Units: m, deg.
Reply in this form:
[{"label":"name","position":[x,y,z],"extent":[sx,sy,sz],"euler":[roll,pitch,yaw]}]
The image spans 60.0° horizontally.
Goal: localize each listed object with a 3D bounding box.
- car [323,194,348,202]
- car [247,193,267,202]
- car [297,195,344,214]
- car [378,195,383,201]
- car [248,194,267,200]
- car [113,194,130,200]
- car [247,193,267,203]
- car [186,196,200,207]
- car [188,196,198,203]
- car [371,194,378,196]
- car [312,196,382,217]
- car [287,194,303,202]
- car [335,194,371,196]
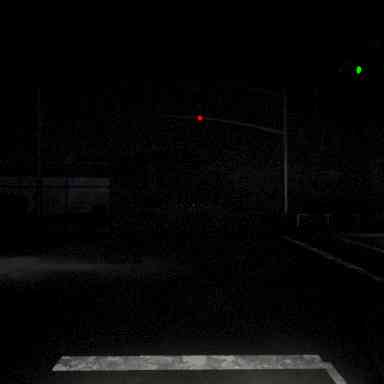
[{"label":"car","position":[31.281,1.298,72.669],"extent":[4.514,1.523,2.007],"euler":[0,0,0]},{"label":"car","position":[13.416,1.077,68.945],"extent":[3.866,1.878,1.905],"euler":[0,0,0]},{"label":"car","position":[13.001,1.330,31.361],"extent":[5.027,1.636,2.152],"euler":[0,0,0]},{"label":"car","position":[38.692,1.154,62.617],"extent":[5.027,1.636,2.152],"euler":[0,0,0]},{"label":"car","position":[18.088,1.334,91.576],"extent":[4.902,1.511,2.128],"euler":[0,0,0]},{"label":"car","position":[-19.447,1.333,91.533],"extent":[4.674,1.442,1.812],"euler":[0,0,0]},{"label":"car","position":[12.817,1.361,65.618],"extent":[3.806,1.475,1.970],"euler":[0,0,0]},{"label":"car","position":[0.202,1.505,50.784],"extent":[1.837,1.490,4.892],"euler":[0,0,0]},{"label":"car","position":[0.239,1.547,69.640],"extent":[2.033,1.411,5.357],"euler":[0,0,0]},{"label":"car","position":[38.344,1.232,69.034],"extent":[3.806,1.475,1.970],"euler":[0,0,0]},{"label":"car","position":[13.066,1.340,28.225],"extent":[4.514,1.523,2.007],"euler":[0,0,0]},{"label":"car","position":[21.296,1.097,65.689],"extent":[4.605,1.855,1.932],"euler":[0,0,0]},{"label":"car","position":[20.629,1.320,43.237],"extent":[3.633,1.501,1.845],"euler":[0,0,0]}]
